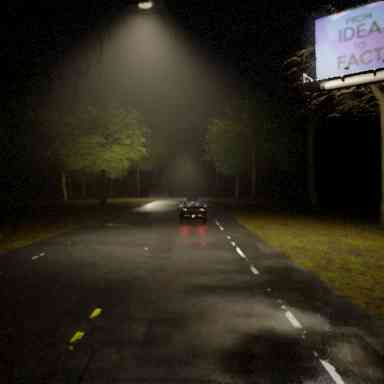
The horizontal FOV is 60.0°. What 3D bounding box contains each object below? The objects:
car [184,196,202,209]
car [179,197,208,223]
[{"bbox_3d":[0.088,1.272,41.275,2.033,1.411,5.357,0,1,0],"label":"car"},{"bbox_3d":[0.093,1.358,23.996,2.128,1.511,4.902,0,0,0],"label":"car"}]
